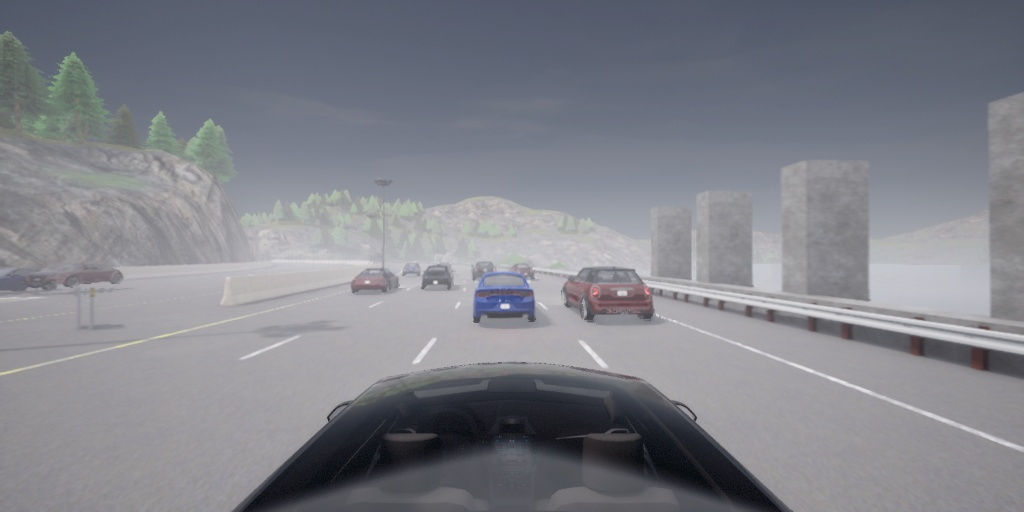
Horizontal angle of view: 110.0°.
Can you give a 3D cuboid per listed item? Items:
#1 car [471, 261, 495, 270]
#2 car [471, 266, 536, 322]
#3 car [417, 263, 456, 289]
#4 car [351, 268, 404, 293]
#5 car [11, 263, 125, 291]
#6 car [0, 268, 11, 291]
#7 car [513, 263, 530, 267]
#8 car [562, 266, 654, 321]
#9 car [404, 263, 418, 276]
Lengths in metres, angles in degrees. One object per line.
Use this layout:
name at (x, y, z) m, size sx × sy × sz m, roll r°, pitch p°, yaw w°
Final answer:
car at (-2.561, 1.218, 32.223) m, size 2.097 × 1.767 × 4.553 m, roll 0°, pitch 0°, yaw -9°
car at (-0.323, 1.267, 12.494) m, size 1.882 × 1.535 × 5.008 m, roll 0°, pitch 0°, yaw -3°
car at (-4.908, 1.348, 24.050) m, size 1.837 × 1.490 × 4.892 m, roll 0°, pitch 0°, yaw -7°
car at (-8.147, 1.407, 21.681) m, size 1.994 × 1.385 × 4.181 m, roll 0°, pitch 0°, yaw -6°
car at (-25.713, 1.097, 21.208) m, size 1.994 × 1.385 × 4.181 m, roll 0°, pitch 0°, yaw -7°
car at (-29.186, 1.428, 20.783) m, size 1.812 × 1.442 × 4.674 m, roll 0°, pitch 0°, yaw -7°
car at (0.825, 1.386, 33.162) m, size 1.812 × 1.442 × 4.674 m, roll 0°, pitch 0°, yaw -9°
car at (3.154, 1.133, 12.731) m, size 2.097 × 1.767 × 4.553 m, roll 0°, pitch 0°, yaw -3°
car at (-11.106, 1.464, 39.948) m, size 2.033 × 1.411 × 5.357 m, roll 0°, pitch 0°, yaw -12°
